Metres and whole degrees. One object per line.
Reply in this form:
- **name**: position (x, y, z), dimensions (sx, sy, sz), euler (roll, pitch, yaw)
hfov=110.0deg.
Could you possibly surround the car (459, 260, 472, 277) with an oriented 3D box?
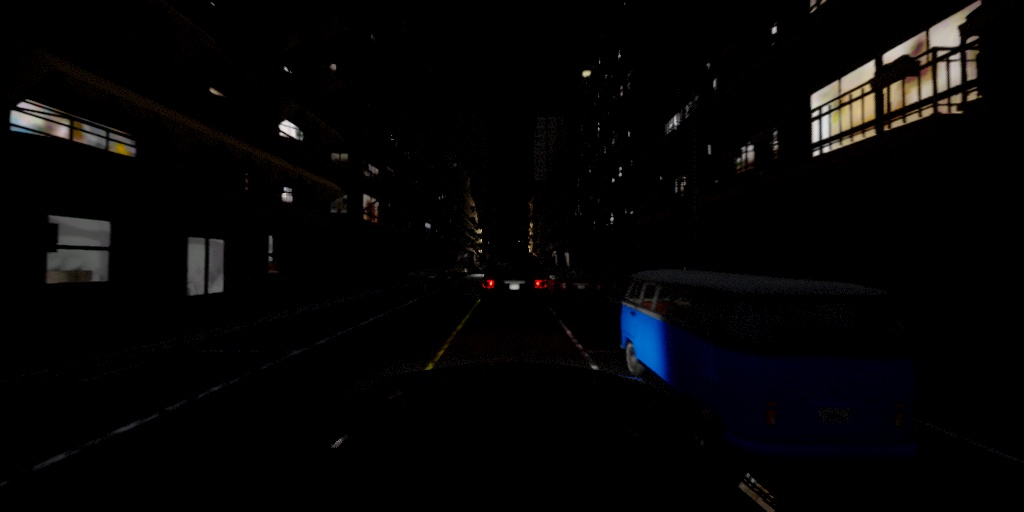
- **car**: position (-5.683, 1.413, 37.878), dimensions (1.751, 1.417, 4.829), euler (0, 0, 0)

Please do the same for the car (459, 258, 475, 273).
- **car**: position (-5.682, 1.223, 43.588), dimensions (2.192, 1.841, 5.009), euler (0, 0, 0)

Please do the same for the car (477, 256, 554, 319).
- **car**: position (0.086, 1.015, 13.159), dimensions (2.150, 2.045, 5.566), euler (0, 0, 0)

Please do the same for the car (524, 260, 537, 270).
- **car**: position (3.011, 1.417, 58.212), dimensions (1.801, 1.575, 5.366), euler (0, 0, 0)

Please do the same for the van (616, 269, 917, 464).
- **van**: position (2.692, 1.103, 4.855), dimensions (1.690, 1.789, 3.998), euler (0, 0, 0)

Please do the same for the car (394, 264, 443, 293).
- **car**: position (-5.686, 1.377, 21.427), dimensions (2.007, 1.370, 4.403), euler (0, 0, 0)

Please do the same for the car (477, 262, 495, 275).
- **car**: position (-3.083, 1.434, 43.513), dimensions (1.812, 1.442, 4.674), euler (0, 0, 0)

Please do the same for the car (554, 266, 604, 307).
- **car**: position (2.694, 1.246, 15.937), dimensions (1.967, 1.591, 4.097), euler (0, 0, 0)

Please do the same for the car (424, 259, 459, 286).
- **car**: position (-5.685, 1.162, 26.967), dimensions (2.192, 1.841, 5.009), euler (0, 0, 0)
